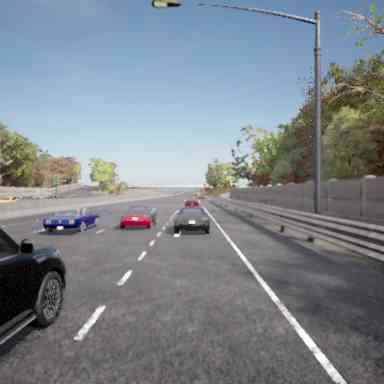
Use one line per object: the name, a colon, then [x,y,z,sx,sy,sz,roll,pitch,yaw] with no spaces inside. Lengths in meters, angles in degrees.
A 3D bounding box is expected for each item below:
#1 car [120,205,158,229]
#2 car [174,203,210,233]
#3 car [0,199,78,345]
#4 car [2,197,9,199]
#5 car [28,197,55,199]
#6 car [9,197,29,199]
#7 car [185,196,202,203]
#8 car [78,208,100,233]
car: [-3.401,1.562,21.832,1.994,1.385,4.181,0,0,0]
car: [-0.001,1.561,19.574,1.994,1.385,4.181,0,0,0]
car: [-3.400,1.222,3.841,2.150,2.045,5.566,0,0,0]
car: [-28.040,1.510,50.858,1.882,1.535,5.008,0,0,1]
car: [-21.065,1.518,48.128,2.128,1.511,4.902,0,0,0]
car: [-24.550,1.520,49.583,2.128,1.511,4.902,0,0,1]
car: [-0.004,1.496,46.247,1.882,1.535,5.008,0,0,0]
car: [-6.899,1.600,19.674,1.895,1.301,4.718,0,0,0]
